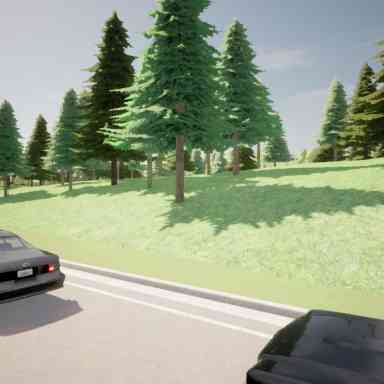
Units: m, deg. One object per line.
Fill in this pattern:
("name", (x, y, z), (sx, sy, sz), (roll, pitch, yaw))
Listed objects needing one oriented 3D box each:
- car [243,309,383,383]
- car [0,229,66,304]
("car", (2.680, 1.601, 2.079), (4.718, 1.301, 1.895), (0, 0, 36))
("car", (-5.138, 1.547, 7.639), (5.357, 1.411, 2.033), (0, 0, 36))
